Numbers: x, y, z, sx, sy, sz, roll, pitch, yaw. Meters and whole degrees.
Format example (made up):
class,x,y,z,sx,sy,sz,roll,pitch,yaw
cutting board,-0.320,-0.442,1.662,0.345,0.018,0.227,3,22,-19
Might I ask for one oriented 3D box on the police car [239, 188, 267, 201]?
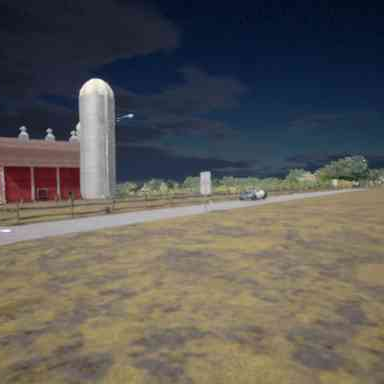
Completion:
class,x,y,z,sx,sy,sz,roll,pitch,yaw
police car,7.650,0.294,42.079,2.038,1.542,4.974,-2,1,36
